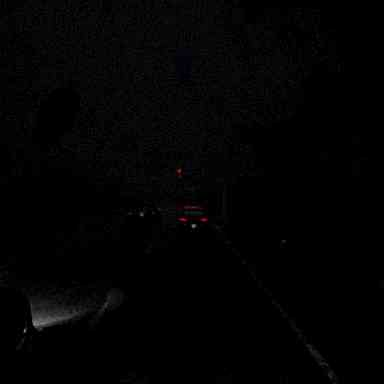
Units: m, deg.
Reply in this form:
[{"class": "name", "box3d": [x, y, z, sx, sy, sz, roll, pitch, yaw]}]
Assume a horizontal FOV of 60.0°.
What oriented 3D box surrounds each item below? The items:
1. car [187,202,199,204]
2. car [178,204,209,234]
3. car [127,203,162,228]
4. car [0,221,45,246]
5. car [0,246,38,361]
[{"class": "car", "box3d": [0.097, 1.894, 36.776, 2.097, 1.767, 4.553, 0, -2, 0]}, {"class": "car", "box3d": [0.095, 1.729, 20.803, 1.812, 1.442, 4.674, 0, -1, 0]}, {"class": "car", "box3d": [-3.402, 1.596, 24.665, 2.097, 1.767, 4.553, 0, -1, 0]}, {"class": "car", "box3d": [-7.010, 1.715, 11.538, 1.895, 1.301, 4.718, 0, -1, 0]}, {"class": "car", "box3d": [-3.400, 1.598, 3.377, 1.994, 1.385, 4.181, 0, -1, 0]}]
